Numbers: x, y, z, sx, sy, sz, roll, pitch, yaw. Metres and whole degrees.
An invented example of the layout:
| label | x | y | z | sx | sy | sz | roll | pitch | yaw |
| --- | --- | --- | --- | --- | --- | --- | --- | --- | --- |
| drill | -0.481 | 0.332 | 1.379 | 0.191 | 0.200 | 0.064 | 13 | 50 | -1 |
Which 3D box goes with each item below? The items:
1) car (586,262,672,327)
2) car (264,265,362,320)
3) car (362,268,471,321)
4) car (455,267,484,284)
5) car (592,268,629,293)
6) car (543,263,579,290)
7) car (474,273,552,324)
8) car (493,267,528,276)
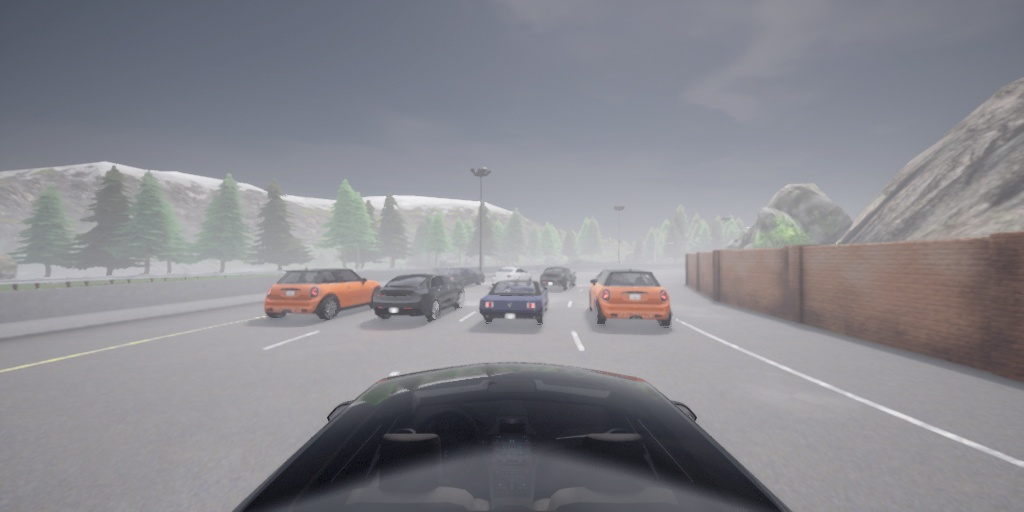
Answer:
| label | x | y | z | sx | sy | sz | roll | pitch | yaw |
| --- | --- | --- | --- | --- | --- | --- | --- | --- | --- |
| car | 3.805 | 1.204 | 12.260 | 2.097 | 1.767 | 4.553 | 0 | -1 | 9 |
| car | -6.652 | 1.215 | 13.353 | 2.097 | 1.767 | 4.553 | 0 | -1 | 8 |
| car | -3.159 | 1.368 | 13.073 | 1.837 | 1.490 | 4.892 | 0 | 0 | 9 |
| car | -3.778 | 1.535 | 26.043 | 2.033 | 1.411 | 5.357 | 0 | -1 | 19 |
| car | 6.592 | 1.530 | 23.772 | 1.994 | 1.385 | 4.181 | 0 | -1 | 21 |
| car | 3.253 | 1.483 | 24.834 | 1.837 | 1.490 | 4.892 | 0 | 0 | 20 |
| car | 0.273 | 1.456 | 12.451 | 1.895 | 1.301 | 4.718 | 0 | -1 | 8 |
| car | 0.062 | 1.515 | 26.262 | 1.812 | 1.442 | 4.674 | 0 | 0 | 21 |
